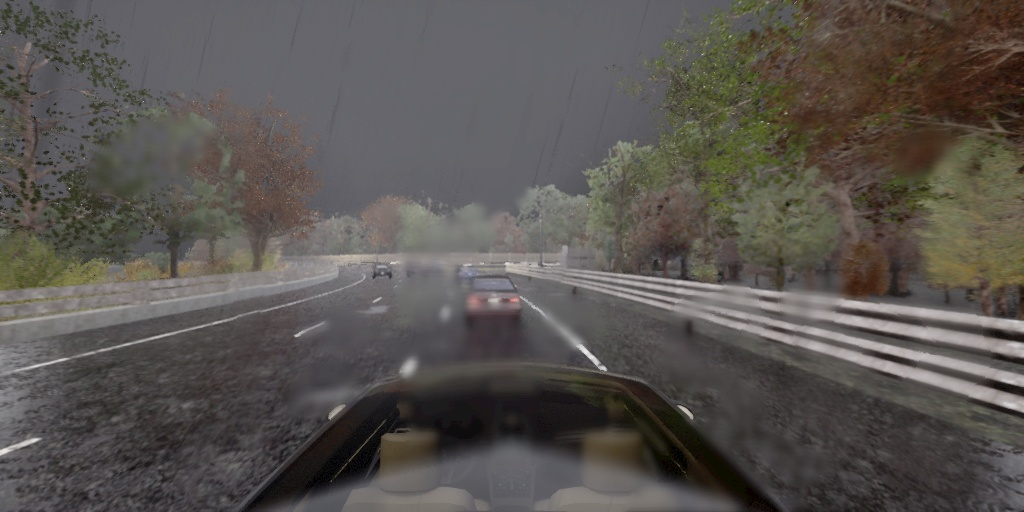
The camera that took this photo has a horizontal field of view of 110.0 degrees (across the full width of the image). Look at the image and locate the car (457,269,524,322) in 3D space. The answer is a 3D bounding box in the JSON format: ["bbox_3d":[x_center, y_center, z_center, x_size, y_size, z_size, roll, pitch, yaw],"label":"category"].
[{"bbox_3d":[-0.724,1.378,12.767,2.033,1.411,5.357,0,0,-5],"label":"car"}]

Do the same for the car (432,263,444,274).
[{"bbox_3d":[-10.726,1.665,48.799,2.033,1.411,5.357,0,0,-25],"label":"car"}]

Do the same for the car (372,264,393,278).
[{"bbox_3d":[-13.936,1.580,38.533,1.812,1.442,4.674,0,0,-21],"label":"car"}]

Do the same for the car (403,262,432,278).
[{"bbox_3d":[-10.260,1.535,38.625,2.128,1.511,4.902,0,0,-20],"label":"car"}]

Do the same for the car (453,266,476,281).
[{"bbox_3d":[-3.859,1.511,30.164,2.033,1.411,5.357,0,0,-15],"label":"car"}]
